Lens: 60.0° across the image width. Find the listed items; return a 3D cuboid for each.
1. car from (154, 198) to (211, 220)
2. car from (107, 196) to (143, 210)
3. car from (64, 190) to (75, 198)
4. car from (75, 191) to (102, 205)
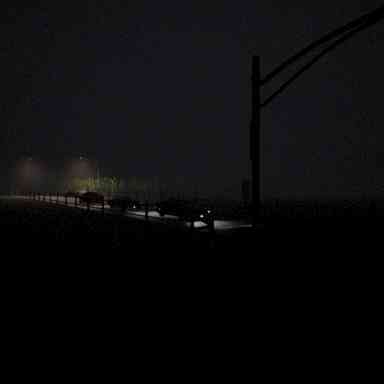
[{"bbox_3d":[-0.854,1.180,24.355,2.033,1.411,5.357,0,1,-35],"label":"car"},{"bbox_3d":[-6.586,1.052,32.610,1.895,1.301,4.718,0,1,-35],"label":"car"},{"bbox_3d":[-22.508,0.356,62.019,1.882,1.535,5.008,0,1,-35],"label":"car"},{"bbox_3d":[-12.444,0.744,41.067,1.882,1.535,5.008,0,1,-35],"label":"car"}]
